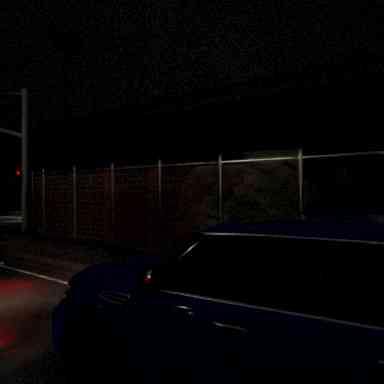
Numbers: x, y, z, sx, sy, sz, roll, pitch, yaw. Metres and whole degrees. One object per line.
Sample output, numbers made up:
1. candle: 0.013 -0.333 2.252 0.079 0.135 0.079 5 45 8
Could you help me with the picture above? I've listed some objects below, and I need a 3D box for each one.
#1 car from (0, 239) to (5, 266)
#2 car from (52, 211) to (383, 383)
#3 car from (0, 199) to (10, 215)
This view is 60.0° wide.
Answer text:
1. car: -7.051 1.490 9.021 4.902 1.511 2.128 0 0 33
2. car: 0.963 1.221 3.303 5.566 2.045 2.150 0 0 35
3. car: -20.148 1.402 31.886 2.097 1.767 4.553 0 0 37
